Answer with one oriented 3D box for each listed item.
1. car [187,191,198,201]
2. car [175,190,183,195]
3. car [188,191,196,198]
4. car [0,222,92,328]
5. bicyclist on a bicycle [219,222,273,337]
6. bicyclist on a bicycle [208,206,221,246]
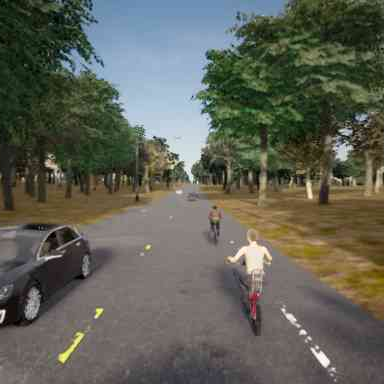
[{"bbox_3d":[0.113,0.827,60.113,2.128,1.511,4.902,0,1,0],"label":"car"},{"bbox_3d":[-3.481,0.082,89.829,1.812,1.442,4.674,0,2,0],"label":"car"},{"bbox_3d":[0.015,0.512,73.957,1.837,1.490,4.892,0,2,0],"label":"car"},{"bbox_3d":[-3.598,1.483,7.096,1.837,1.490,4.892,0,0,0],"label":"car"},{"bbox_3d":[1.007,1.419,5.637,0.866,1.612,1.509,0,0,0],"label":"bicyclist on a bicycle"},{"bbox_3d":[0.968,1.396,13.873,0.582,1.620,1.656,0,0,0],"label":"bicyclist on a bicycle"}]
